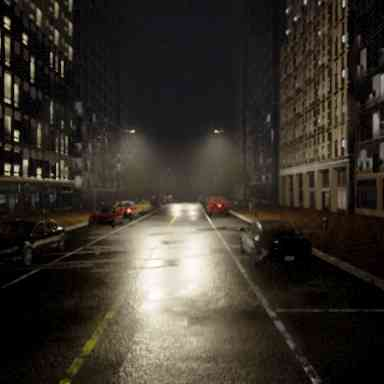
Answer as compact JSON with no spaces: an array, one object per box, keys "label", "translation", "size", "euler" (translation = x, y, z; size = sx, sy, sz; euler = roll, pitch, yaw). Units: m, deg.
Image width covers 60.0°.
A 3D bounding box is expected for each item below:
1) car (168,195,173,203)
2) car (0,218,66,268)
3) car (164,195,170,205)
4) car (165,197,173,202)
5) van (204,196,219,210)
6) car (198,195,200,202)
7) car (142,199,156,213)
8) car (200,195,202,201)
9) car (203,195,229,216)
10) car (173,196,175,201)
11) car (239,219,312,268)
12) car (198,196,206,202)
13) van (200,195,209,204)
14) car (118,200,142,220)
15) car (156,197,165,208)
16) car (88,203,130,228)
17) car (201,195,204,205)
[{"label":"car","translation":[-5.813,1.696,73.811],"size":[1.967,1.590,4.097],"euler":[-1,0,0]},{"label":"car","translation":[-5.715,1.592,11.291],"size":[2.008,1.369,4.403],"euler":[-1,0,0]},{"label":"car","translation":[-5.795,1.769,62.444],"size":[2.008,1.369,4.403],"euler":[-1,0,0]},{"label":"car","translation":[-5.830,1.876,85.178],"size":[1.802,1.307,4.206],"euler":[-1,0,0]},{"label":"van","translation":[2.610,1.501,45.407],"size":[1.690,1.788,3.998],"euler":[-1,0,0]},{"label":"car","translation":[2.584,1.658,62.457],"size":[1.967,1.590,4.097],"euler":[-1,0,0]},{"label":"car","translation":[-5.759,1.666,39.539],"size":[1.752,1.417,4.829],"euler":[-1,0,0]},{"label":"car","translation":[2.603,1.620,51.090],"size":[1.967,1.590,4.097],"euler":[-1,0,0]},{"label":"car","translation":[2.627,1.436,34.039],"size":[2.192,1.841,5.009],"euler":[-1,0,0]},{"label":"car","translation":[-5.823,1.590,79.495],"size":[2.192,1.841,5.009],"euler":[-1,0,0]},{"label":"car","translation":[2.665,1.591,11.304],"size":[2.008,1.369,4.403],"euler":[-1,0,0]},{"label":"car","translation":[2.551,1.844,85.191],"size":[2.008,1.369,4.403],"euler":[-1,0,0]},{"label":"van","translation":[2.575,1.578,68.140],"size":[1.690,1.788,3.998],"euler":[-1,0,0]},{"label":"car","translation":[-5.743,1.541,28.342],"size":[1.967,1.590,4.097],"euler":[-1,0,0]},{"label":"car","translation":[-5.777,1.746,51.076],"size":[1.947,1.339,4.313],"euler":[-1,0,0]},{"label":"car","translation":[-5.733,1.663,22.658],"size":[1.802,1.307,4.206],"euler":[-1,0,0]},{"label":"car","translation":[2.619,1.456,39.723],"size":[2.192,1.841,5.009],"euler":[-1,0,0]}]
